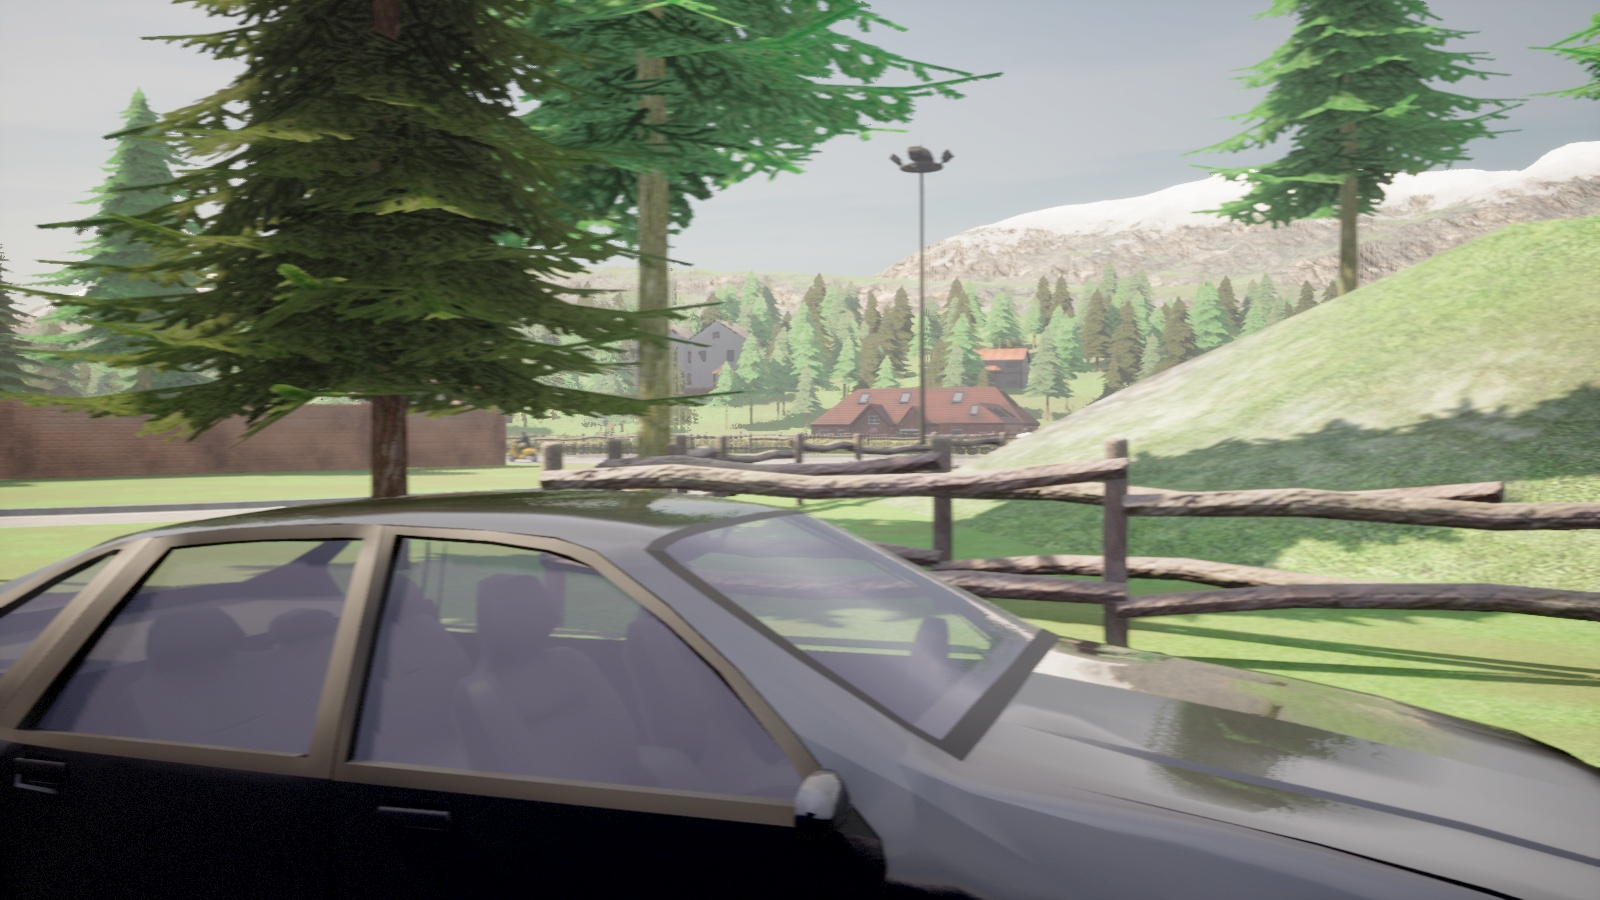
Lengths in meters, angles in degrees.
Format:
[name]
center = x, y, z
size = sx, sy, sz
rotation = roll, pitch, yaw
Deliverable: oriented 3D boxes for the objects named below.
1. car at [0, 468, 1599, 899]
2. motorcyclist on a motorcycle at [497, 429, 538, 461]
[car]
center = -0.722, 0.817, 3.437
size = 5.357, 1.411, 2.033
rotation = 0, 1, 19
[motorcyclist on a motorcycle]
center = -14.198, -0.266, 63.018
size = 1.817, 1.590, 0.866
rotation = 0, 1, 19
